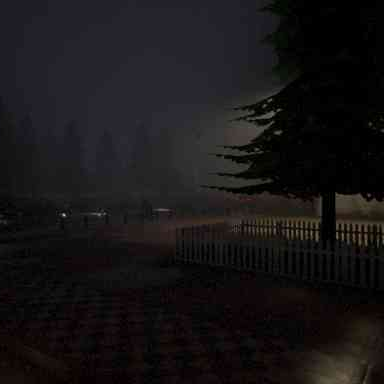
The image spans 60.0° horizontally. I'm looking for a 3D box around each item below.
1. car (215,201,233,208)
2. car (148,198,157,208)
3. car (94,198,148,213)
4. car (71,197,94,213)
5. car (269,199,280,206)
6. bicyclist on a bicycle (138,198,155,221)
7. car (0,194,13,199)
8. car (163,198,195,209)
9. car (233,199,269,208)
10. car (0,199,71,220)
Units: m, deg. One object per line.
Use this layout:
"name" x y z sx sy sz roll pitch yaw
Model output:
"car" 5.157 1.557 48.940 1.994 1.385 4.181 0 0 35
"car" -6.608 1.516 44.753 1.812 1.442 4.674 0 0 36
"car" -7.822 1.539 37.028 2.033 1.411 5.357 0 0 35
"car" -12.554 1.342 36.419 2.097 1.767 4.553 0 0 36
"car" 14.335 1.541 55.724 2.033 1.411 5.357 0 0 36
"bicyclist on a bicycle" -3.363 1.297 24.363 1.656 1.620 0.582 0 0 35
"car" -18.155 1.212 28.565 2.150 2.045 5.566 0 0 35
"car" -1.653 1.539 45.656 2.033 1.411 5.357 0 0 36
"car" 8.425 1.215 47.423 2.150 2.045 5.566 0 0 36
"car" -13.667 1.539 28.831 2.033 1.411 5.357 0 0 35
